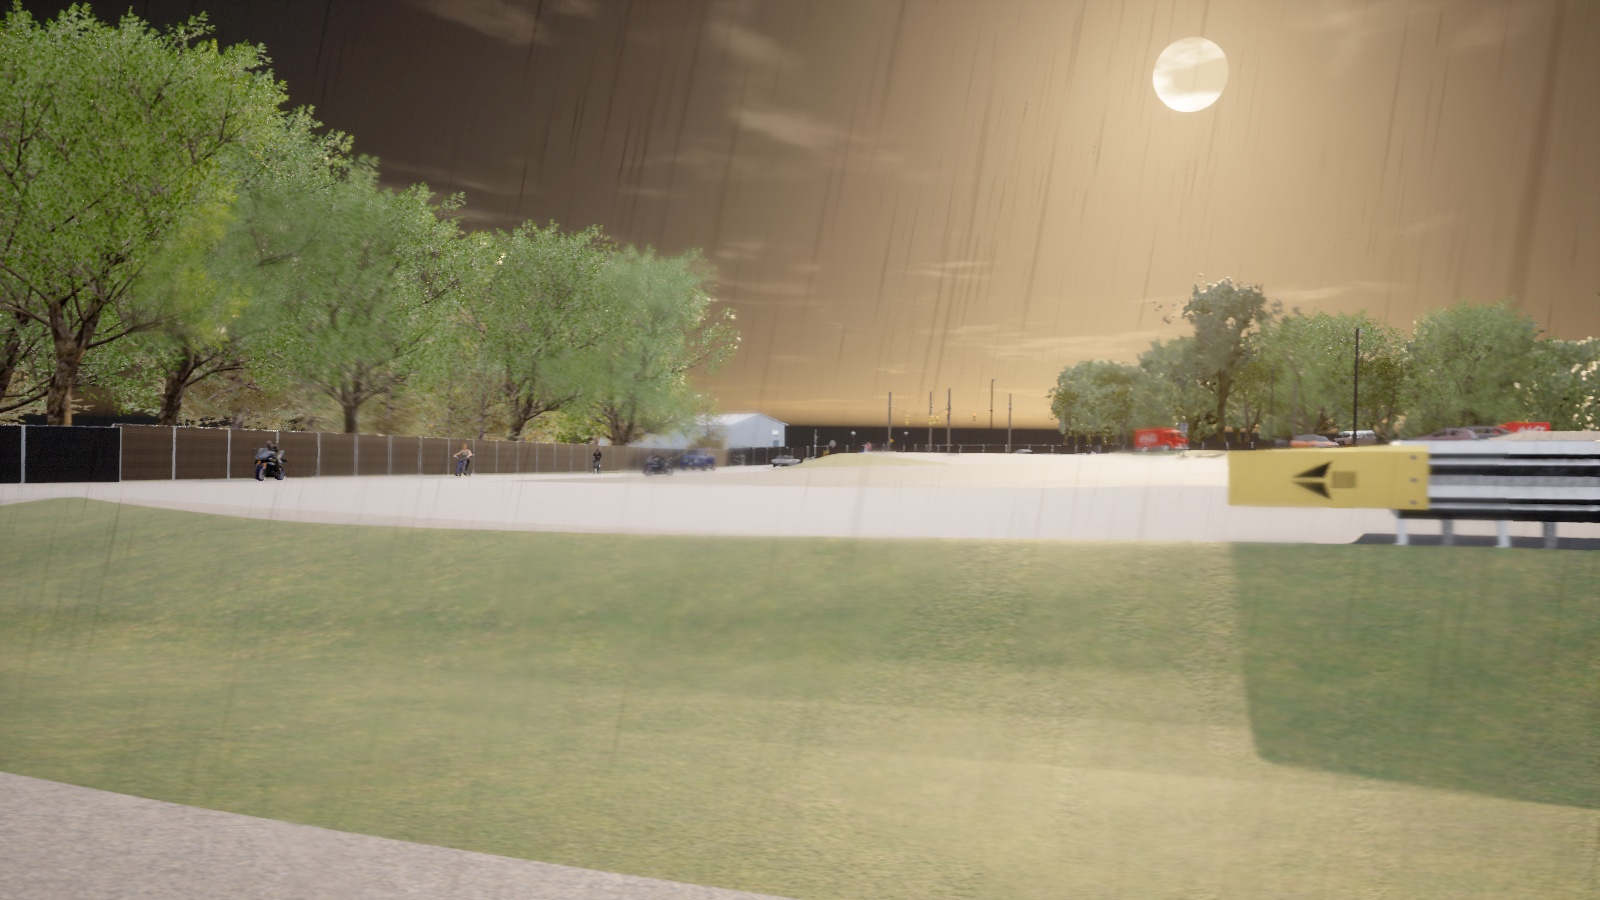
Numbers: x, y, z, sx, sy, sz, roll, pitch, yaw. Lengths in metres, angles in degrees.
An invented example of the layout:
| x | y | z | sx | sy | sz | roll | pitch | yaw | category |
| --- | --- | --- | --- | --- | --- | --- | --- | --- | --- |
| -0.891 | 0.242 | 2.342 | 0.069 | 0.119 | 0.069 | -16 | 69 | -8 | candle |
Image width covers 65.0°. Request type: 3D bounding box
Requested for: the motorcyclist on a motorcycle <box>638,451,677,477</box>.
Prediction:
| x | y | z | sx | sy | sz | roll | pitch | yaw | category |
| --- | --- | --- | --- | --- | --- | --- | --- | --- | --- |
| -8.499 | 0.830 | 74.981 | 2.191 | 1.530 | 0.866 | 0 | -1 | -44 | motorcyclist on a motorcycle |

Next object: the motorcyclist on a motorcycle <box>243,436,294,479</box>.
| x | y | z | sx | sy | sz | roll | pitch | yaw | category |
| --- | --- | --- | --- | --- | --- | --- | --- | --- | --- |
| -19.623 | 0.285 | 46.381 | 0.866 | 1.530 | 2.191 | 2 | 0 | 1 | motorcyclist on a motorcycle |

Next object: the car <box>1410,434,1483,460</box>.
| x | y | z | sx | sy | sz | roll | pitch | yaw | category |
| --- | --- | --- | --- | --- | --- | --- | --- | --- | --- |
| 39.909 | -0.182 | 77.542 | 3.633 | 1.501 | 1.845 | -1 | -1 | 41 | car |
